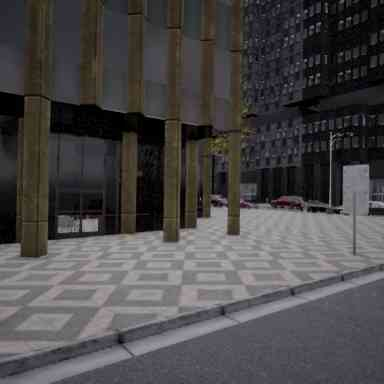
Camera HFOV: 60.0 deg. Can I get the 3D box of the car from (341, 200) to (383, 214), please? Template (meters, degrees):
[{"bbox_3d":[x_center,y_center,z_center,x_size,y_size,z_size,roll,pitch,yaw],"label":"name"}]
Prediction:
[{"bbox_3d":[20.033,1.709,38.733,2.008,1.369,4.403,1,-1,-35],"label":"car"}]

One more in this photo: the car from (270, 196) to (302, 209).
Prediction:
[{"bbox_3d":[13.652,1.488,47.724,2.192,1.841,5.009,1,-1,-35],"label":"car"}]

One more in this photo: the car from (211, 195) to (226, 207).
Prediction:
[{"bbox_3d":[3.515,1.312,47.276,2.192,1.841,5.009,1,-1,-35],"label":"car"}]

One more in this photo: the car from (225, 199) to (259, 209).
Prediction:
[{"bbox_3d":[6.704,1.571,42.778,1.802,1.307,4.206,1,-1,-35],"label":"car"}]

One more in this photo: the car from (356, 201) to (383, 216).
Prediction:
[{"bbox_3d":[16.283,1.518,29.296,2.008,1.369,4.403,1,-1,-35],"label":"car"}]

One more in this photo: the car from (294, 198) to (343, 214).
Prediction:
[{"bbox_3d":[13.090,1.540,33.790,1.947,1.339,4.313,1,-1,-35],"label":"car"}]

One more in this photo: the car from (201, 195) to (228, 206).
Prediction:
[{"bbox_3d":[4.074,1.513,61.206,2.192,1.841,5.009,1,-1,-35],"label":"car"}]
